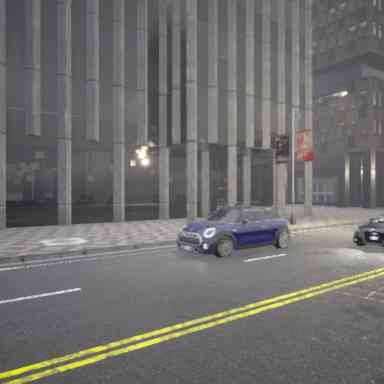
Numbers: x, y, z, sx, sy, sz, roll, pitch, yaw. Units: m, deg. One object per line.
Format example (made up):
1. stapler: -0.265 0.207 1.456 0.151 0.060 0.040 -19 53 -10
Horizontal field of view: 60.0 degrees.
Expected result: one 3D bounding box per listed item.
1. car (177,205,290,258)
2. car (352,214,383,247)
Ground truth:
1. car: 1.668 1.346 12.827 4.553 1.767 2.097 0 0 -35
2. car: 8.476 1.552 13.642 4.181 1.385 1.994 0 0 -35
